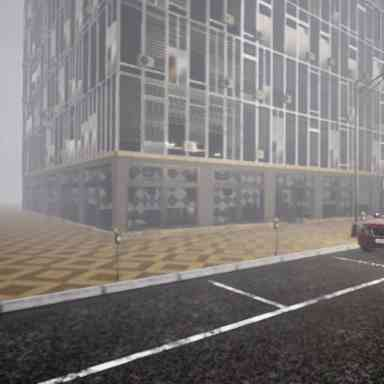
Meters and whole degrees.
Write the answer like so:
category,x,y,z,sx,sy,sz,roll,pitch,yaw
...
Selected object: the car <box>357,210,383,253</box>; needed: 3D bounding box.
category,x,y,z,sx,sy,sz,roll,pitch,yaw
car,8.419,1.352,12.732,5.009,1.841,2.192,0,0,-35
